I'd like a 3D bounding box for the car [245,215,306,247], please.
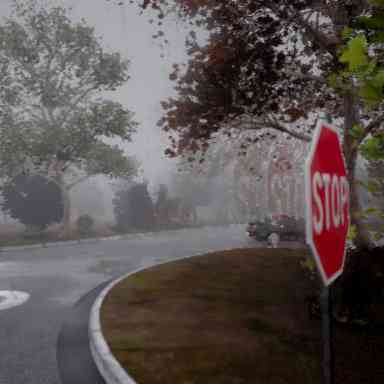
[{"bbox_3d":[5.279,2.038,17.608,4.892,1.490,1.837,3,-1,-10],"label":"car"}]
